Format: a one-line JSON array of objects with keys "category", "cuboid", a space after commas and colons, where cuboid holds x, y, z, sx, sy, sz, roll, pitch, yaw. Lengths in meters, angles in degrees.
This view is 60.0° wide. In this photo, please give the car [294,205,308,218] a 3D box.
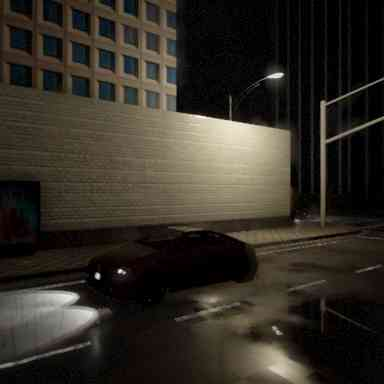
[{"category": "car", "cuboid": [8.176, 1.579, 30.012, 1.812, 1.442, 4.674, 0, 0, -36]}]

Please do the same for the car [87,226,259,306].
[{"category": "car", "cuboid": [-0.344, 1.563, 8.086, 4.181, 1.385, 1.994, 0, 0, -36]}]

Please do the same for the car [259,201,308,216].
[{"category": "car", "cuboid": [9.378, 1.654, 34.337, 1.895, 1.301, 4.718, 0, 0, -36]}]
